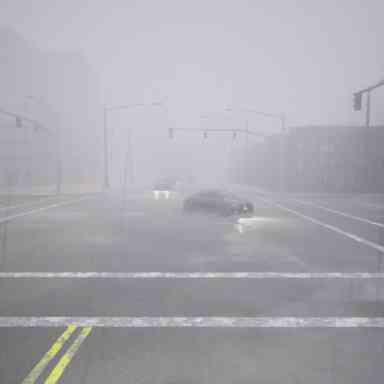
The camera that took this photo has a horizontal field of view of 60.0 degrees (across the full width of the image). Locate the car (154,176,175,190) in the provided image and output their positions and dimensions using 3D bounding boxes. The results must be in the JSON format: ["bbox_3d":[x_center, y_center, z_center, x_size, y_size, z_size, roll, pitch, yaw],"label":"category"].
[{"bbox_3d":[-3.594,-0.976,41.456,1.994,1.385,4.181,0,4,0],"label":"car"}]

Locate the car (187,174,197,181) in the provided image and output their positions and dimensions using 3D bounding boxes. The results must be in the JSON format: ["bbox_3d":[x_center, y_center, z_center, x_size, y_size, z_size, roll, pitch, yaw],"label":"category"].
[{"bbox_3d":[0.007,-2.993,70.931,1.994,1.385,4.181,0,4,0],"label":"car"}]

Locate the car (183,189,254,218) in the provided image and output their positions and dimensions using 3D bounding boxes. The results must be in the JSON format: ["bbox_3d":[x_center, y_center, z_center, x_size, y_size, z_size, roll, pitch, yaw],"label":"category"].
[{"bbox_3d":[1.410,0.561,18.805,1.994,1.385,4.181,-4,6,-43],"label":"car"}]

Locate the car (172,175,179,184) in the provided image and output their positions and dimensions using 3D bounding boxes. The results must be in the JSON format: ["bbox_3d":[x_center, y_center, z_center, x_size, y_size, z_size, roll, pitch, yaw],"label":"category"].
[{"bbox_3d":[-3.585,-1.903,54.281,1.837,1.490,4.892,0,3,0],"label":"car"}]

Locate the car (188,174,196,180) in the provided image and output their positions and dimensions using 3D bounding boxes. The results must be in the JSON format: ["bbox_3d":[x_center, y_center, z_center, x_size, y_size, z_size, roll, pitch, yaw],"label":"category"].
[{"bbox_3d":[0.008,-3.722,80.758,2.033,1.411,5.357,0,4,0],"label":"car"}]
